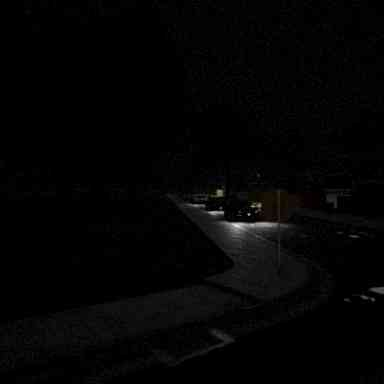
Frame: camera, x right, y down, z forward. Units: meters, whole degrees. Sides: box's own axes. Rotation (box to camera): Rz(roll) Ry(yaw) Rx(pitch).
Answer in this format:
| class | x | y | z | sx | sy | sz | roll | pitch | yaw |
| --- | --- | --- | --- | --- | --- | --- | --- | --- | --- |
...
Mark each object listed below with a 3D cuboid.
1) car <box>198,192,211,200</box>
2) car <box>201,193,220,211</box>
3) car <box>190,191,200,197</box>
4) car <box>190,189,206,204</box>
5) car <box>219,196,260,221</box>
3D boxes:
| class | x | y | z | sx | sy | sz | roll | pitch | yaw |
| --- | --- | --- | --- | --- | --- | --- | --- | --- | --- |
| car | 2.330 | 0.758 | 65.310 | 1.895 | 1.301 | 4.718 | -1 | 1 | -6 |
| car | 2.566 | 1.162 | 35.272 | 2.033 | 1.411 | 5.357 | -1 | 1 | -6 |
| car | 0.692 | 0.416 | 81.180 | 1.812 | 1.442 | 4.674 | -1 | 1 | -6 |
| car | 1.142 | 0.647 | 49.210 | 2.150 | 2.045 | 5.566 | -1 | 1 | -6 |
| car | 3.623 | 1.258 | 24.996 | 1.837 | 1.490 | 4.892 | -1 | 1 | -6 |
